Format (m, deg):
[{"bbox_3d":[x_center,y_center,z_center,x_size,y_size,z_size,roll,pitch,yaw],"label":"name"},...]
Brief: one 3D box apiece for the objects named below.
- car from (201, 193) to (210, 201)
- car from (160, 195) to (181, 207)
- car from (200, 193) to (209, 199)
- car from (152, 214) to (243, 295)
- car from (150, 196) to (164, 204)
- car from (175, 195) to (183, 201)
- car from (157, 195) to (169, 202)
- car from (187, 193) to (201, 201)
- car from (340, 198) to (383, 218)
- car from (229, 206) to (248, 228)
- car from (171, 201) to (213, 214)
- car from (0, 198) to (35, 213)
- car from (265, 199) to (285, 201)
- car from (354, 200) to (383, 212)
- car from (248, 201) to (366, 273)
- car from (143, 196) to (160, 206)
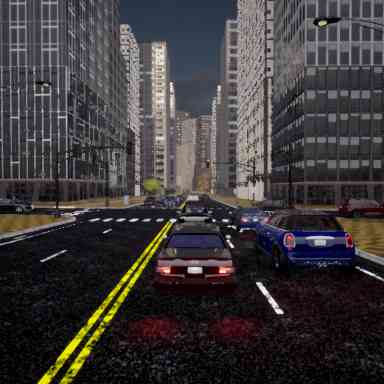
[{"bbox_3d":[3.414,1.395,81.721,1.882,1.535,5.008,0,0,0],"label":"car"},{"bbox_3d":[-3.221,1.317,50.561,2.097,1.767,4.553,0,0,-1],"label":"car"},{"bbox_3d":[3.435,1.096,92.110,2.097,1.767,4.553,0,0,0],"label":"car"},{"bbox_3d":[0.110,1.544,8.881,2.033,1.411,5.357,0,0,1],"label":"car"},{"bbox_3d":[-6.436,1.499,62.281,2.033,1.411,5.357,0,0,0],"label":"car"},{"bbox_3d":[-3.092,1.429,79.535,1.837,1.490,4.892,0,0,0],"label":"car"},{"bbox_3d":[-6.355,1.478,72.951,2.033,1.411,5.357,0,0,0],"label":"car"},{"bbox_3d":[0.239,1.162,69.865,2.150,2.045,5.566,0,0,0],"label":"car"},{"bbox_3d":[16.262,1.518,30.907,5.009,1.841,2.192,1,0,1],"label":"car"},{"bbox_3d":[3.391,1.537,20.235,2.033,1.411,5.357,0,0,0],"label":"car"},{"bbox_3d":[0.137,1.482,18.626,2.128,1.511,4.902,0,0,0],"label":"car"},{"bbox_3d":[-18.761,1.340,34.140,4.902,1.511,2.128,1,1,1],"label":"car"},{"bbox_3d":[8.909,1.540,37.432,4.892,1.490,1.837,1,2,12],"label":"car"},{"bbox_3d":[21.888,1.642,39.183,4.829,1.417,1.752,1,0,1],"label":"car"},{"bbox_3d":[3.370,1.347,10.851,2.097,1.767,4.553,0,0,0],"label":"car"},{"bbox_3d":[-6.489,1.468,52.401,1.837,1.490,4.892,0,0,0],"label":"car"}]
